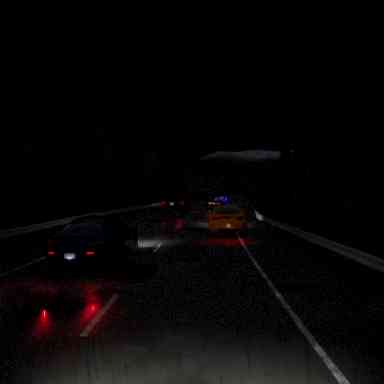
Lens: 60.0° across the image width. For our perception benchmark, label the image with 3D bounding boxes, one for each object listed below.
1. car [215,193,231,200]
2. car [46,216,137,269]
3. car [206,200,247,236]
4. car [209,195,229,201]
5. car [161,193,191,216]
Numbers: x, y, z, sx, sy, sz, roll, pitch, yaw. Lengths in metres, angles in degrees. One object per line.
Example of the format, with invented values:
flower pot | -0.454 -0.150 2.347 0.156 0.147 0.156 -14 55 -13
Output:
car | 4.373 1.123 48.429 2.150 2.045 5.566 0 0 10
car | -3.090 1.499 10.979 1.812 1.442 4.674 0 0 2
car | 1.902 1.441 18.339 1.882 1.535 5.008 0 0 4
car | 2.763 1.414 38.002 2.128 1.511 4.902 0 0 9
car | -1.450 1.153 31.699 2.150 2.045 5.566 0 0 7
